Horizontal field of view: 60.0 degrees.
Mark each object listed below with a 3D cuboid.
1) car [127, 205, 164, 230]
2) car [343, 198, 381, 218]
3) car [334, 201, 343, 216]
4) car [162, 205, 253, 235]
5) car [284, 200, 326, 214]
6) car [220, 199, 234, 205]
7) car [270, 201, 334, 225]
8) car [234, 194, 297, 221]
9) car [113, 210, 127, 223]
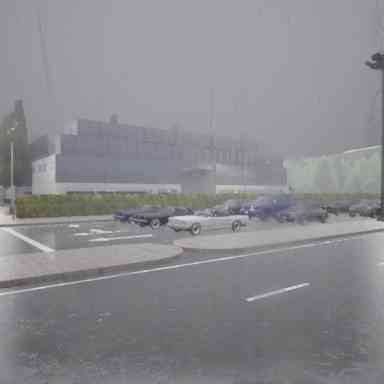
[{"bbox_3d":[-1.431,1.601,21.511,4.718,1.301,1.895,0,0,-36],"label":"car"},{"bbox_3d":[16.046,1.352,29.859,4.553,1.767,2.097,0,0,-36],"label":"car"},{"bbox_3d":[14.565,1.601,33.111,4.718,1.301,1.895,0,0,-36],"label":"car"},{"bbox_3d":[0.936,1.601,18.904,4.718,1.301,1.895,0,0,-36],"label":"car"},{"bbox_3d":[12.189,1.601,35.710,4.718,1.301,1.895,0,0,-36],"label":"car"},{"bbox_3d":[3.879,1.352,29.643,4.553,1.767,2.097,0,0,-36],"label":"car"},{"bbox_3d":[7.955,1.564,23.952,4.181,1.385,1.994,0,0,-36],"label":"car"},{"bbox_3d":[6.411,1.221,27.158,5.566,2.045,2.150,0,0,-36],"label":"car"},{"bbox_3d":[-3.317,1.601,24.455,4.718,1.301,1.895,0,0,-36],"label":"car"}]
